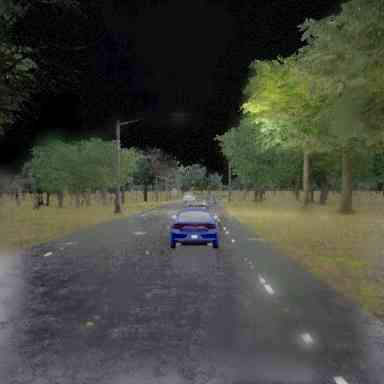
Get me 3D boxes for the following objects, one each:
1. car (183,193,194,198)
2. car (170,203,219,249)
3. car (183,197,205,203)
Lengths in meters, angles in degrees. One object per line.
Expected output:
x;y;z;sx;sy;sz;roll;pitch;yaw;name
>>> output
-0.625;1.249;71.929;2.150;2.045;5.566;0;0;5;car
0.123;1.480;14.604;1.882;1.535;5.008;0;0;1;car
0.494;1.488;29.571;2.128;1.511;4.902;0;0;2;car
